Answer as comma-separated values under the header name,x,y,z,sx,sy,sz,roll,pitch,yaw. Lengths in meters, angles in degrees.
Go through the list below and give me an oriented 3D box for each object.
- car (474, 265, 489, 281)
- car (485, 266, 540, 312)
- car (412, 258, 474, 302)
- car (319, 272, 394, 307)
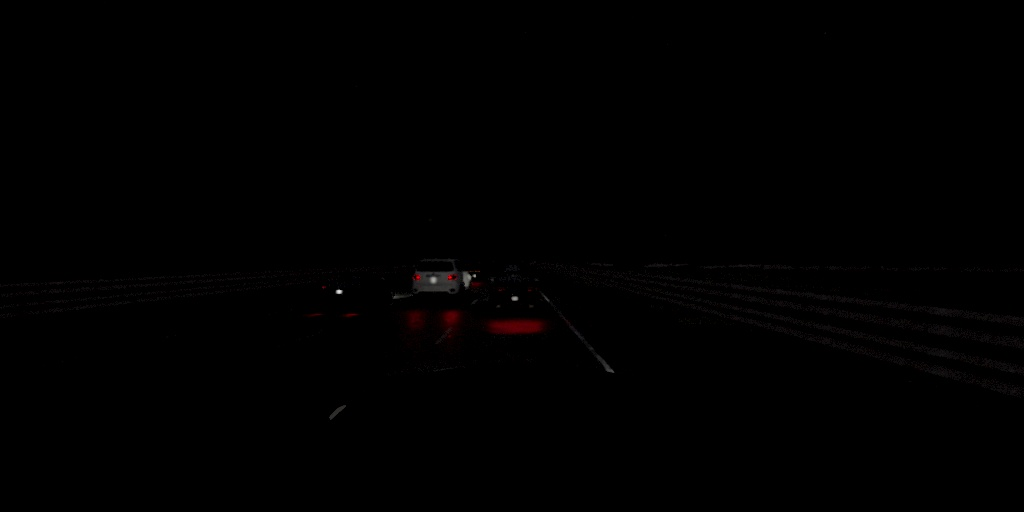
name,x,y,z,sx,sy,sz,roll,pitch,yaw
car,-3.402,1.580,34.992,1.837,1.490,4.892,0,-1,0
car,0.102,1.352,14.895,1.882,1.535,5.008,0,-1,0
car,-3.396,1.125,18.121,2.150,2.045,5.566,0,-1,0
car,-6.896,1.433,16.333,1.994,1.385,4.181,1,-1,0
